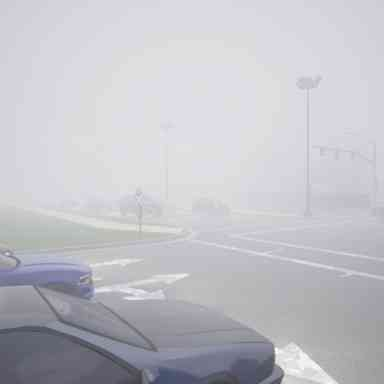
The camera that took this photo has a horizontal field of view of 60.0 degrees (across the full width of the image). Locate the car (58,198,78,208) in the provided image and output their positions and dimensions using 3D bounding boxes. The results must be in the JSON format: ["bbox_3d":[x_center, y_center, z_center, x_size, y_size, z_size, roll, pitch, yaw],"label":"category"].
[{"bbox_3d":[-18.287,1.564,48.944,1.994,1.385,4.181,0,0,-37],"label":"car"}]

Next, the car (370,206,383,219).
[{"bbox_3d":[16.888,1.491,26.472,2.128,1.511,4.902,0,0,-36],"label":"car"}]

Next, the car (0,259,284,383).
[{"bbox_3d":[-1.685,1.547,2.560,5.357,1.411,2.033,0,0,-35],"label":"car"}]

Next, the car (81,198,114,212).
[{"bbox_3d":[-10.938,1.491,38.819,2.128,1.511,4.902,0,0,-36],"label":"car"}]

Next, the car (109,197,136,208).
[{"bbox_3d":[-10.522,1.547,50.151,2.033,1.411,5.357,0,0,-36],"label":"car"}]

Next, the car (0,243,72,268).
[{"bbox_3d":[-4.078,1.478,5.157,5.008,1.535,1.882,0,0,-35],"label":"car"}]

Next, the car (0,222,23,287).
[{"bbox_3d":[-6.441,1.564,7.772,4.181,1.385,1.994,0,0,-35],"label":"car"}]

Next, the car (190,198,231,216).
[{"bbox_3d":[1.831,1.352,33.193,2.097,1.767,4.553,0,0,-36],"label":"car"}]

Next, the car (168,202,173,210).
[{"bbox_3d":[-4.203,1.491,41.462,2.128,1.511,4.902,0,0,-36],"label":"car"}]

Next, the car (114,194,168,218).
[{"bbox_3d":[-4.766,1.221,30.354,2.150,2.045,5.566,0,0,-36],"label":"car"}]

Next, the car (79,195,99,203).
[{"bbox_3d":[-19.365,1.257,62.580,2.033,1.411,5.357,0,0,-36],"label":"car"}]
